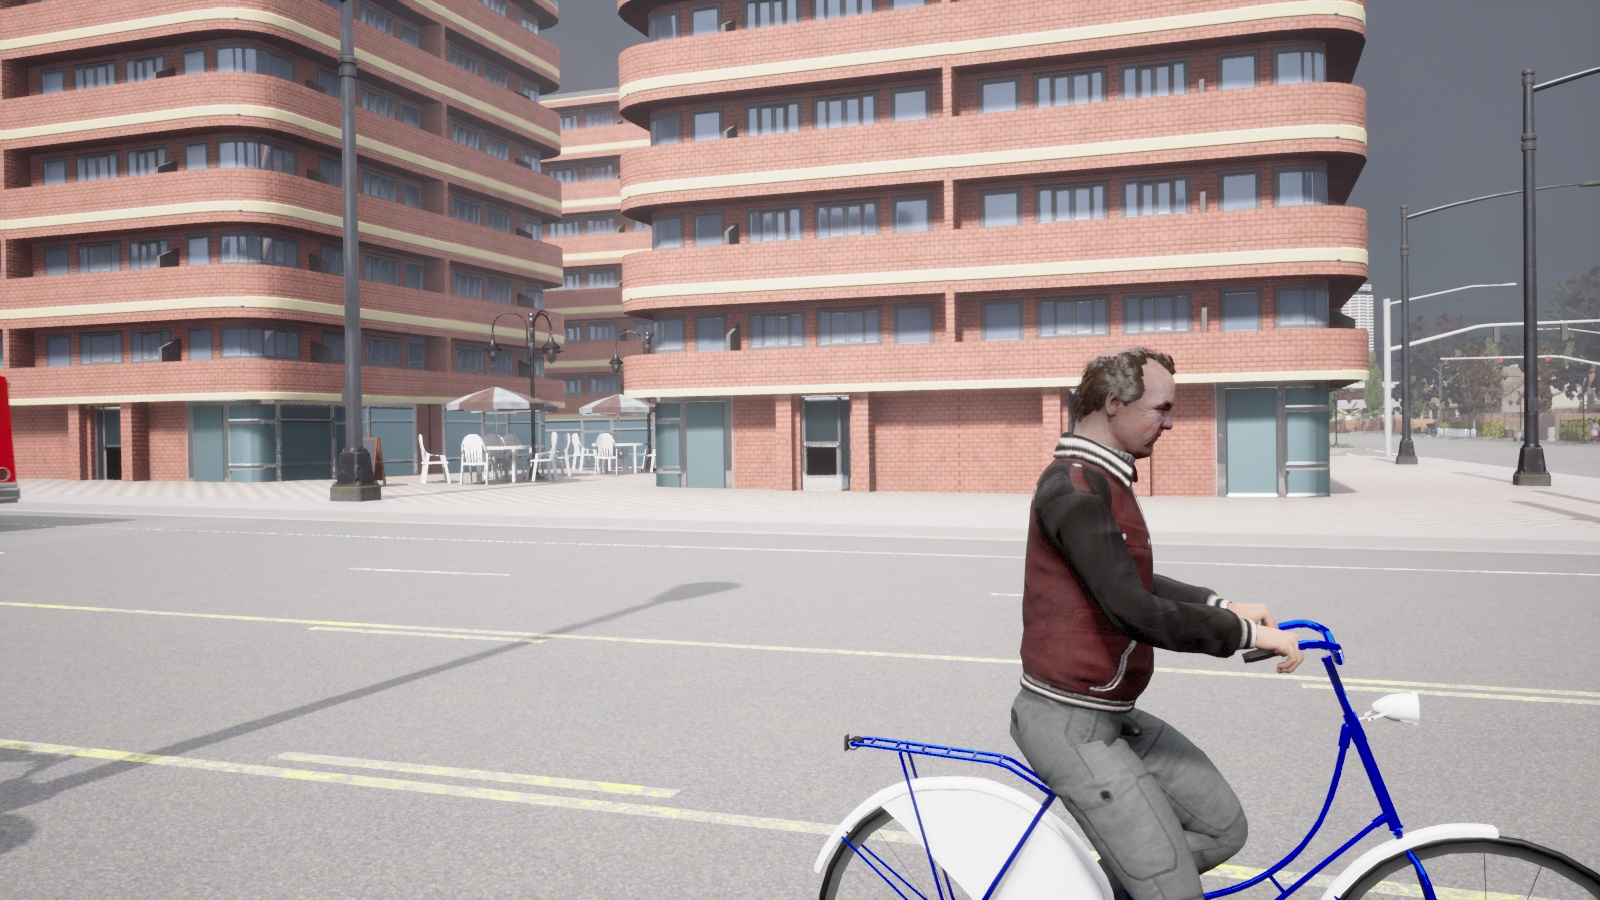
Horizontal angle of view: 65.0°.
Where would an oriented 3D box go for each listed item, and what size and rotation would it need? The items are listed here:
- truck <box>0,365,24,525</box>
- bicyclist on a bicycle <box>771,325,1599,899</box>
[{"bbox_3d":[-15.154,-0.103,19.454,5.204,2.467,2.627,1,1,19],"label":"truck"},{"bbox_3d":[0.914,0.654,2.814,1.843,1.776,0.659,0,1,18],"label":"bicyclist on a bicycle"}]
